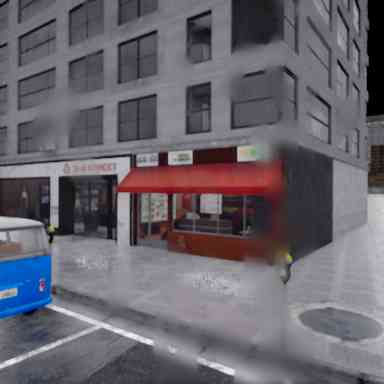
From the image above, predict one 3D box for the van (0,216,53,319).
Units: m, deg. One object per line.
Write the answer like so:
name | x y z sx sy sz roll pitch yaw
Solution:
van | -4.301 1.303 6.152 3.998 1.788 1.690 0 0 36
